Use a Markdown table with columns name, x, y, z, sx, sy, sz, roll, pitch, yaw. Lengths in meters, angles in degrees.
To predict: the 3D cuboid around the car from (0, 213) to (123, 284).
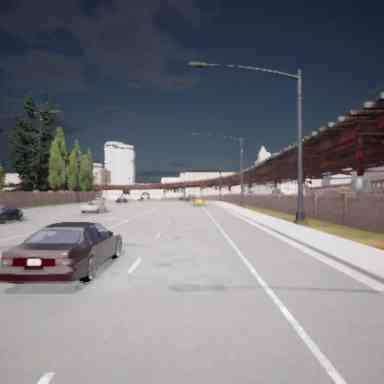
| name | x | y | z | sx | sy | sz | roll | pitch | yaw |
| --- | --- | --- | --- | --- | --- | --- | --- | --- | --- |
| car | -3.400 | 1.562 | 9.671 | 2.033 | 1.411 | 5.357 | 0 | 0 | 0 |

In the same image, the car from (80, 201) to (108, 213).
| name | x | y | z | sx | sy | sz | roll | pitch | yaw |
| --- | --- | --- | --- | --- | --- | --- | --- | --- | --- |
| car | -10.582 | 1.655 | 36.133 | 1.895 | 1.301 | 4.718 | 0 | 0 | 0 |

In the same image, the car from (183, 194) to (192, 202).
| name | x | y | z | sx | sy | sz | roll | pitch | yaw |
| --- | --- | --- | --- | --- | --- | --- | --- | --- | --- |
| car | -0.255 | 1.353 | 77.768 | 2.097 | 1.767 | 4.553 | 0 | 0 | -4 |

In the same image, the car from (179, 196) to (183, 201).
| name | x | y | z | sx | sy | sz | roll | pitch | yaw |
| --- | --- | --- | --- | --- | --- | --- | --- | --- | --- |
| car | -2.437 | 1.751 | 93.394 | 1.994 | 1.385 | 4.181 | 0 | -1 | -13 |

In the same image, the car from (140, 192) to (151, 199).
| name | x | y | z | sx | sy | sz | roll | pitch | yaw |
| --- | --- | --- | --- | --- | --- | --- | --- | --- | --- |
| car | -10.761 | 0.947 | 77.352 | 2.150 | 2.045 | 5.566 | 0 | 0 | -4 |

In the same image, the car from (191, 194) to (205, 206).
| name | x | y | z | sx | sy | sz | roll | pitch | yaw |
| --- | --- | --- | --- | --- | --- | --- | --- | --- | --- |
| car | 1.225 | 1.542 | 57.988 | 1.801 | 1.575 | 5.366 | 0 | 0 | 0 |

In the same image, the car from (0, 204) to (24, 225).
| name | x | y | z | sx | sy | sz | roll | pitch | yaw |
| --- | --- | --- | --- | --- | --- | --- | --- | --- | --- |
| car | -14.091 | 1.600 | 24.261 | 1.994 | 1.385 | 4.181 | 0 | 0 | 0 |

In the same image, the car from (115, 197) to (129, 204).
| name | x | y | z | sx | sy | sz | roll | pitch | yaw |
| --- | --- | --- | --- | --- | --- | --- | --- | --- | --- |
| car | -14.001 | 1.628 | 66.666 | 1.994 | 1.385 | 4.181 | 0 | 0 | 0 |
